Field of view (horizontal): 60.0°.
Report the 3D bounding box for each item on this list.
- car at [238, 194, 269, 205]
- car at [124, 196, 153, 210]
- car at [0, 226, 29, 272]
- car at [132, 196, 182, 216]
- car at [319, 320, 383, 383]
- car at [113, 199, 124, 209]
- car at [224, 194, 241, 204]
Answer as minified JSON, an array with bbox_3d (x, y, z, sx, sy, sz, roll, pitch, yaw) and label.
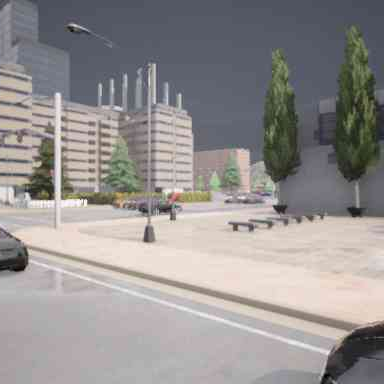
[{"bbox_3d":[10.988,1.526,59.024,2.033,1.411,5.357,0,0,42],"label":"car"},{"bbox_3d":[-5.465,1.329,40.386,2.097,1.767,4.553,0,0,41],"label":"car"},{"bbox_3d":[-6.500,1.555,9.690,4.181,1.385,1.994,0,0,41],"label":"car"},{"bbox_3d":[-2.998,1.473,32.299,2.128,1.511,4.902,0,0,41],"label":"car"},{"bbox_3d":[3.280,1.490,1.776,4.902,1.511,2.128,0,0,34],"label":"car"},{"bbox_3d":[-7.933,1.326,42.876,2.097,1.767,4.553,0,0,41],"label":"car"},{"bbox_3d":[7.596,1.540,60.479,1.994,1.385,4.181,0,0,42],"label":"car"}]
